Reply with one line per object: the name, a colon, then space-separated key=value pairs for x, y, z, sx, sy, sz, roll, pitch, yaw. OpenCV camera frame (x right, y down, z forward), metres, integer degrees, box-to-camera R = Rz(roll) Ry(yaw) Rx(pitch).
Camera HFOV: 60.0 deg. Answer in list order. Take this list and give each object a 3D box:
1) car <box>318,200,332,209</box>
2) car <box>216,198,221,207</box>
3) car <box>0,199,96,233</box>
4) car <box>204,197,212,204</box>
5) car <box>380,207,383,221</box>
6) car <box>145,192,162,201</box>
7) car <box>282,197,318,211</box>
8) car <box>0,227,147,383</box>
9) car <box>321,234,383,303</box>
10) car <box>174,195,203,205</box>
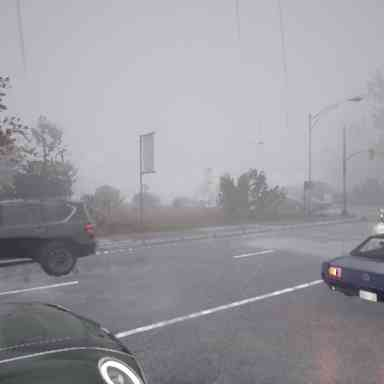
car: x=13.580 y=1.300 z=39.150 sx=2.033 sy=1.411 sz=5.357 roll=-1 pitch=0 yaw=-39
car: x=5.245 y=1.140 z=43.967 sx=2.097 sy=1.767 sz=4.553 roll=-1 pitch=0 yaw=-39
car: x=-5.341 y=1.221 z=8.779 sx=5.566 sy=2.045 sz=2.150 roll=0 pitch=0 yaw=-35
car: x=1.279 y=1.288 z=54.546 sx=1.812 sy=1.442 sz=4.674 roll=-1 pitch=0 yaw=-38
car: x=15.152 y=1.174 z=23.351 sx=4.553 sy=1.767 sz=2.097 roll=-1 pitch=0 yaw=-35
car: x=-7.651 y=1.019 z=60.192 sx=2.150 sy=2.045 sz=5.566 roll=-1 pitch=0 yaw=-38
car: x=10.947 y=1.288 z=36.839 sx=1.837 sy=1.490 sz=4.892 roll=-1 pitch=0 yaw=-39
car: x=-2.483 y=1.352 z=1.952 sx=4.553 sy=1.767 sz=2.097 roll=0 pitch=0 yaw=-36
car: x=4.989 y=1.572 z=7.289 sx=4.718 sy=1.301 sz=1.895 roll=0 pitch=0 yaw=-35
car: x=-0.969 y=1.285 z=51.752 sx=2.128 sy=1.511 sz=4.902 roll=-1 pitch=0 yaw=-38
